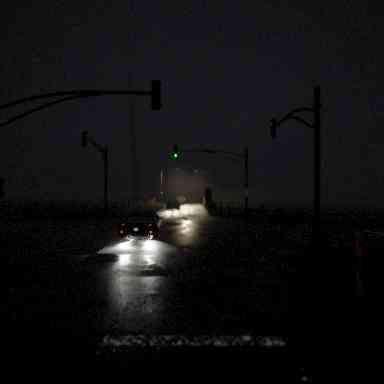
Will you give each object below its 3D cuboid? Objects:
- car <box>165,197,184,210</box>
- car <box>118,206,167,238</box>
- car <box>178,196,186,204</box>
[{"bbox_3d":[-2.619,1.784,46.749,2.128,1.511,4.902,0,0,0],"label":"car"},{"bbox_3d":[-2.711,1.649,18.192,1.994,1.385,4.181,1,0,0],"label":"car"},{"bbox_3d":[-2.458,1.668,73.395,2.097,1.767,4.553,0,0,0],"label":"car"}]
